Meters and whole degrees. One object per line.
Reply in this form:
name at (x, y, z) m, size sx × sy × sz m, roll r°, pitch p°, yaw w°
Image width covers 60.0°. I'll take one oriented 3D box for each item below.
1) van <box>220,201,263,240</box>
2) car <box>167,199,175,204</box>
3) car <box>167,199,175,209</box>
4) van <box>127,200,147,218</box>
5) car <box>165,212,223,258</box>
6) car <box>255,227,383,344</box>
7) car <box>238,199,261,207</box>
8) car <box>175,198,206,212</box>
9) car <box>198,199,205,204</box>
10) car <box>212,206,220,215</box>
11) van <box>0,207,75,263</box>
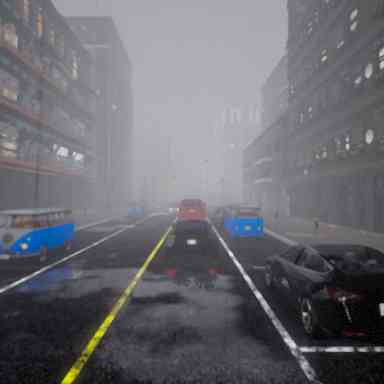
van at (2.692, 1.540, 17.878) m, size 1.690 × 1.788 × 3.998 m, roll 0°, pitch -1°, yaw 0°
car at (-5.709, 2.642, 89.903) m, size 1.947 × 1.339 × 4.313 m, roll 0°, pitch -1°, yaw 0°
car at (-3.036, 2.254, 59.553) m, size 1.994 × 1.385 × 4.181 m, roll 0°, pitch -1°, yaw 0°
van at (-5.694, 1.734, 34.860) m, size 1.690 × 1.788 × 3.998 m, roll 0°, pitch -1°, yaw 0°
car at (0.018, 1.714, 13.484) m, size 1.994 × 1.385 × 4.181 m, roll 0°, pitch -1°, yaw 1°
car at (2.693, 1.639, 6.551) m, size 1.947 × 1.339 × 4.313 m, roll 0°, pitch -1°, yaw 0°
car at (13.447, 2.516, 77.586) m, size 5.009 × 1.841 × 2.192 m, roll 1°, pitch -2°, yaw -1°
car at (0.006, 1.534, 27.592) m, size 2.150 × 2.045 × 5.566 m, roll 0°, pitch 0°, yaw 0°
car at (2.670, 2.696, 95.535) m, size 1.887 × 1.381 × 4.507 m, roll 0°, pitch -1°, yaw 0°
car at (2.689, 1.829, 23.537) m, size 1.947 × 1.339 × 4.313 m, roll 0°, pitch -1°, yaw 0°
van at (-5.688, 1.476, 12.213) m, size 1.690 × 1.788 × 3.998 m, roll 0°, pitch -1°, yaw 0°
